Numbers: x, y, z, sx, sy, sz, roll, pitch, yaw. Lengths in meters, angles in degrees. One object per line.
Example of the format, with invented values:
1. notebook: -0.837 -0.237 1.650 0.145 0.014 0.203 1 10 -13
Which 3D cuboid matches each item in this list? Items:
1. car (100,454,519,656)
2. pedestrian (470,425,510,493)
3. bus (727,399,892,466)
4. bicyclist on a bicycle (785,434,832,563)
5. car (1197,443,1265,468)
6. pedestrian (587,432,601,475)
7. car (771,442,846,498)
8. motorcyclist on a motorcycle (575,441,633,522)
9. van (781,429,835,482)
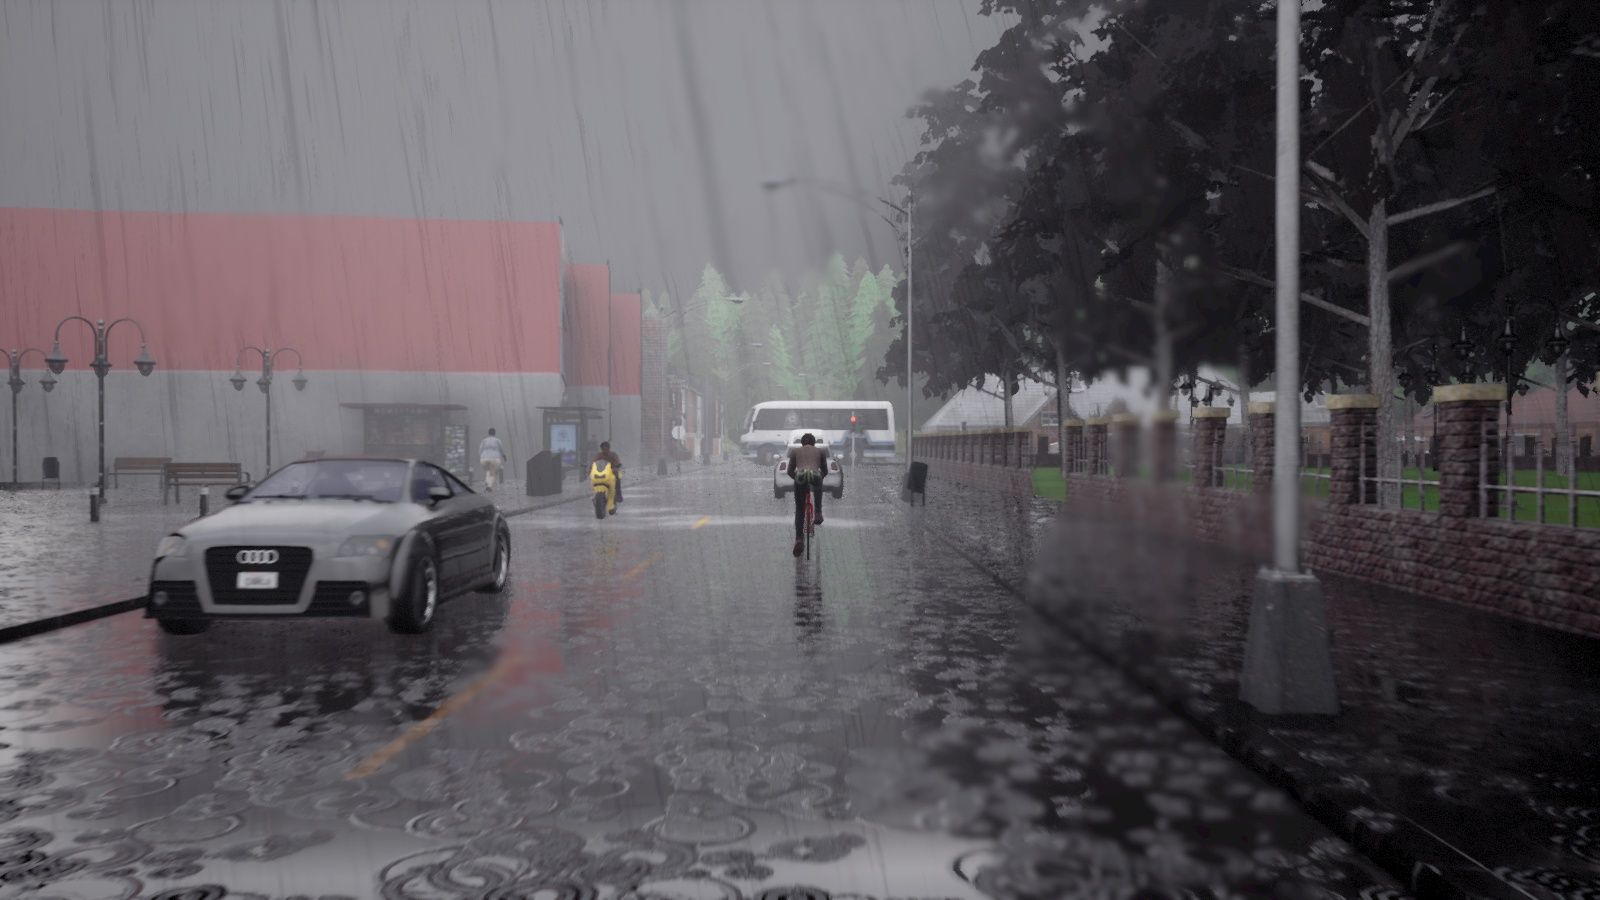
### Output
1. car: -3.923 0.746 10.932 1.994 1.385 4.181 0 0 0
2. pedestrian: -8.565 0.254 34.708 0.874 1.855 0.900 0 0 0
3. bus: 0.543 -1.095 82.623 10.273 4.253 3.944 0 -2 -11
4. bicyclist on a bicycle: 0.110 0.606 16.595 0.582 1.620 1.656 0 0 0
5. car: 27.079 0.337 78.923 3.633 1.501 1.845 0 0 -1
6. pedestrian: -8.842 0.145 53.899 0.376 1.854 0.720 0 0 10
7. car: 0.233 0.515 34.933 1.970 1.475 3.806 0 0 0
8. motorcyclist on a motorcycle: -3.838 0.586 24.729 0.797 1.523 2.044 0 0 0
9. van: 0.341 0.186 50.388 2.069 2.038 4.480 0 0 1
